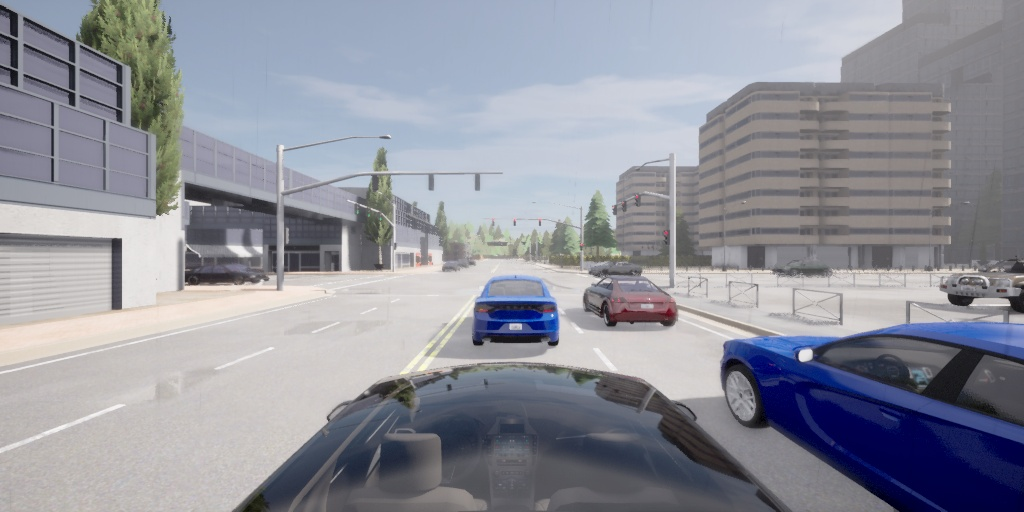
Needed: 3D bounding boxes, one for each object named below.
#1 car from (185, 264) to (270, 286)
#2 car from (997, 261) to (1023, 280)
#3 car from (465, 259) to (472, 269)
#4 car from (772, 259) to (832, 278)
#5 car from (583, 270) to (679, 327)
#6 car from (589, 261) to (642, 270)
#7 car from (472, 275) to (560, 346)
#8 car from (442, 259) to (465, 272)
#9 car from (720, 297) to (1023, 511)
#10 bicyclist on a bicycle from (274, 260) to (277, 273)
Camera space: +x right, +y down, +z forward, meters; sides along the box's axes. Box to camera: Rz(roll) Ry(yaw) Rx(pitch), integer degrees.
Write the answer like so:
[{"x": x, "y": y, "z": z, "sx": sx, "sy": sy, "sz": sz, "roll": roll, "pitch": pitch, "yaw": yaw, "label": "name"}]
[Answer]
[{"x": -19.939, "y": 1.297, "z": 24.772, "sx": 5.357, "sy": 1.411, "sz": 2.033, "roll": 0, "pitch": 0, "yaw": -1, "label": "car"}, {"x": 49.768, "y": 1.351, "z": 33.974, "sx": 4.718, "sy": 1.301, "sz": 1.895, "roll": 0, "pitch": 0, "yaw": -1, "label": "car"}, {"x": -7.994, "y": 1.255, "z": 57.513, "sx": 1.837, "sy": 1.490, "sz": 4.892, "roll": 0, "pitch": 0, "yaw": -1, "label": "car"}, {"x": 27.053, "y": 1.102, "z": 33.598, "sx": 4.553, "sy": 1.767, "sz": 2.097, "roll": 0, "pitch": 0, "yaw": -1, "label": "car"}, {"x": 3.603, "y": 1.314, "z": 11.593, "sx": 1.994, "sy": 1.385, "sz": 4.181, "roll": 0, "pitch": 0, "yaw": 0, "label": "car"}, {"x": 9.477, "y": 1.241, "z": 32.992, "sx": 4.902, "sy": 1.511, "sz": 2.128, "roll": 0, "pitch": 0, "yaw": -4, "label": "car"}, {"x": 0.095, "y": 1.228, "z": 9.461, "sx": 1.882, "sy": 1.535, "sz": 5.008, "roll": 0, "pitch": 0, "yaw": 0, "label": "car"}, {"x": -7.840, "y": 1.297, "z": 46.897, "sx": 2.033, "sy": 1.411, "sz": 5.357, "roll": 0, "pitch": 0, "yaw": 0, "label": "car"}, {"x": 3.603, "y": 1.228, "z": 2.610, "sx": 1.882, "sy": 1.535, "sz": 5.008, "roll": 0, "pitch": 0, "yaw": 0, "label": "car"}, {"x": -25.839, "y": 1.053, "z": 39.677, "sx": 0.582, "sy": 1.620, "sz": 1.656, "roll": 0, "pitch": 0, "yaw": -1, "label": "bicyclist on a bicycle"}]
